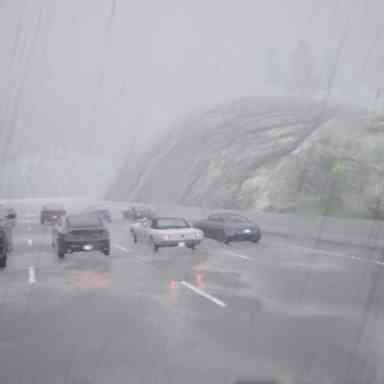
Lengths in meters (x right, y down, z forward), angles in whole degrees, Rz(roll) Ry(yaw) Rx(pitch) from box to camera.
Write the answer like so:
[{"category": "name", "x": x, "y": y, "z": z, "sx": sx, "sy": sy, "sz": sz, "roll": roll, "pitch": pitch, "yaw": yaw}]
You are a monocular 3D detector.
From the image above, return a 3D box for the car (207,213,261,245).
[{"category": "car", "x": 1.618, "y": 1.750, "z": 16.800, "sx": 1.994, "sy": 1.385, "sz": 4.181, "roll": 0, "pitch": -1, "yaw": -26}]

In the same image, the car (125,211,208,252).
[{"category": "car", "x": -1.365, "y": 1.763, "z": 14.924, "sx": 1.895, "sy": 1.301, "sz": 4.718, "roll": 0, "pitch": -1, "yaw": -26}]

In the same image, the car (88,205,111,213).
[{"category": "car", "x": -8.299, "y": 1.833, "z": 28.963, "sx": 1.812, "sy": 1.442, "sz": 4.674, "roll": 0, "pitch": 0, "yaw": -26}]

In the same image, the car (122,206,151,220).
[{"category": "car", "x": -4.876, "y": 1.923, "z": 29.920, "sx": 1.895, "sy": 1.301, "sz": 4.718, "roll": 0, "pitch": -1, "yaw": -26}]

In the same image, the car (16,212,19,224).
[{"category": "car", "x": -13.968, "y": 1.803, "z": 24.603, "sx": 2.033, "sy": 1.411, "sz": 5.357, "roll": 0, "pitch": -1, "yaw": -26}]

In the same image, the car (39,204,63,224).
[{"category": "car", "x": -11.579, "y": 1.769, "z": 27.710, "sx": 1.882, "sy": 1.535, "sz": 5.008, "roll": 0, "pitch": 0, "yaw": -26}]

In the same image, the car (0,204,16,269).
[{"category": "car", "x": -7.347, "y": 1.341, "z": 11.221, "sx": 2.150, "sy": 2.045, "sz": 5.566, "roll": 0, "pitch": 0, "yaw": -26}]

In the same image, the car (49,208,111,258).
[{"category": "car", "x": -4.619, "y": 1.652, "z": 13.618, "sx": 1.837, "sy": 1.490, "sz": 4.892, "roll": 0, "pitch": 0, "yaw": -26}]
